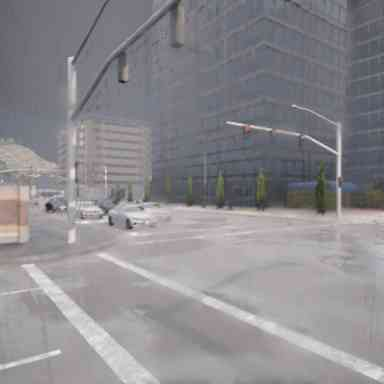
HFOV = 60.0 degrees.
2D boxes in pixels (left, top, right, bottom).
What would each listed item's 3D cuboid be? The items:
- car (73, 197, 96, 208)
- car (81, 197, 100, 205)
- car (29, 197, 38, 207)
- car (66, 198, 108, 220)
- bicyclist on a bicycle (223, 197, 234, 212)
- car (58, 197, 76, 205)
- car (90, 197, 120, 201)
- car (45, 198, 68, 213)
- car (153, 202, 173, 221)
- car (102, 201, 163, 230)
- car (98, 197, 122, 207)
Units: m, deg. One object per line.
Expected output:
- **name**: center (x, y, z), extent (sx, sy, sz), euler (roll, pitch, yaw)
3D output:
- **car**: center (-16.984, 1.607, 52.283), extent (2.033, 1.411, 5.357), euler (0, 0, -35)
- **car**: center (-18.533, 1.596, 60.547), extent (1.812, 1.442, 4.674), euler (0, 0, -35)
- **car**: center (-25.368, 1.530, 51.899), extent (1.882, 1.535, 5.008), euler (0, 0, -35)
- **car**: center (-9.289, 1.559, 29.177), extent (1.812, 1.442, 4.674), euler (0, 0, -36)
- **bicyclist on a bicycle**: center (4.110, 1.364, 37.056), extent (1.656, 1.620, 0.582), euler (0, 0, -35)
- **car**: center (-22.597, 1.666, 60.070), extent (1.895, 1.301, 4.718), euler (0, 0, -35)
- **car**: center (-8.565, 1.547, 34.192), extent (1.837, 1.490, 4.892), euler (0, 0, -35)
- **car**: center (-15.188, 1.531, 37.460), extent (2.128, 1.511, 4.902), euler (0, 0, -35)
- **car**: center (-3.384, 1.564, 26.929), extent (1.812, 1.442, 4.674), euler (0, 0, -35)
- **car**: center (-4.002, 1.555, 21.763), extent (1.812, 1.442, 4.674), euler (0, 0, -36)
- **car**: center (-13.143, 1.557, 53.013), extent (2.128, 1.511, 4.902), euler (0, 0, -35)
